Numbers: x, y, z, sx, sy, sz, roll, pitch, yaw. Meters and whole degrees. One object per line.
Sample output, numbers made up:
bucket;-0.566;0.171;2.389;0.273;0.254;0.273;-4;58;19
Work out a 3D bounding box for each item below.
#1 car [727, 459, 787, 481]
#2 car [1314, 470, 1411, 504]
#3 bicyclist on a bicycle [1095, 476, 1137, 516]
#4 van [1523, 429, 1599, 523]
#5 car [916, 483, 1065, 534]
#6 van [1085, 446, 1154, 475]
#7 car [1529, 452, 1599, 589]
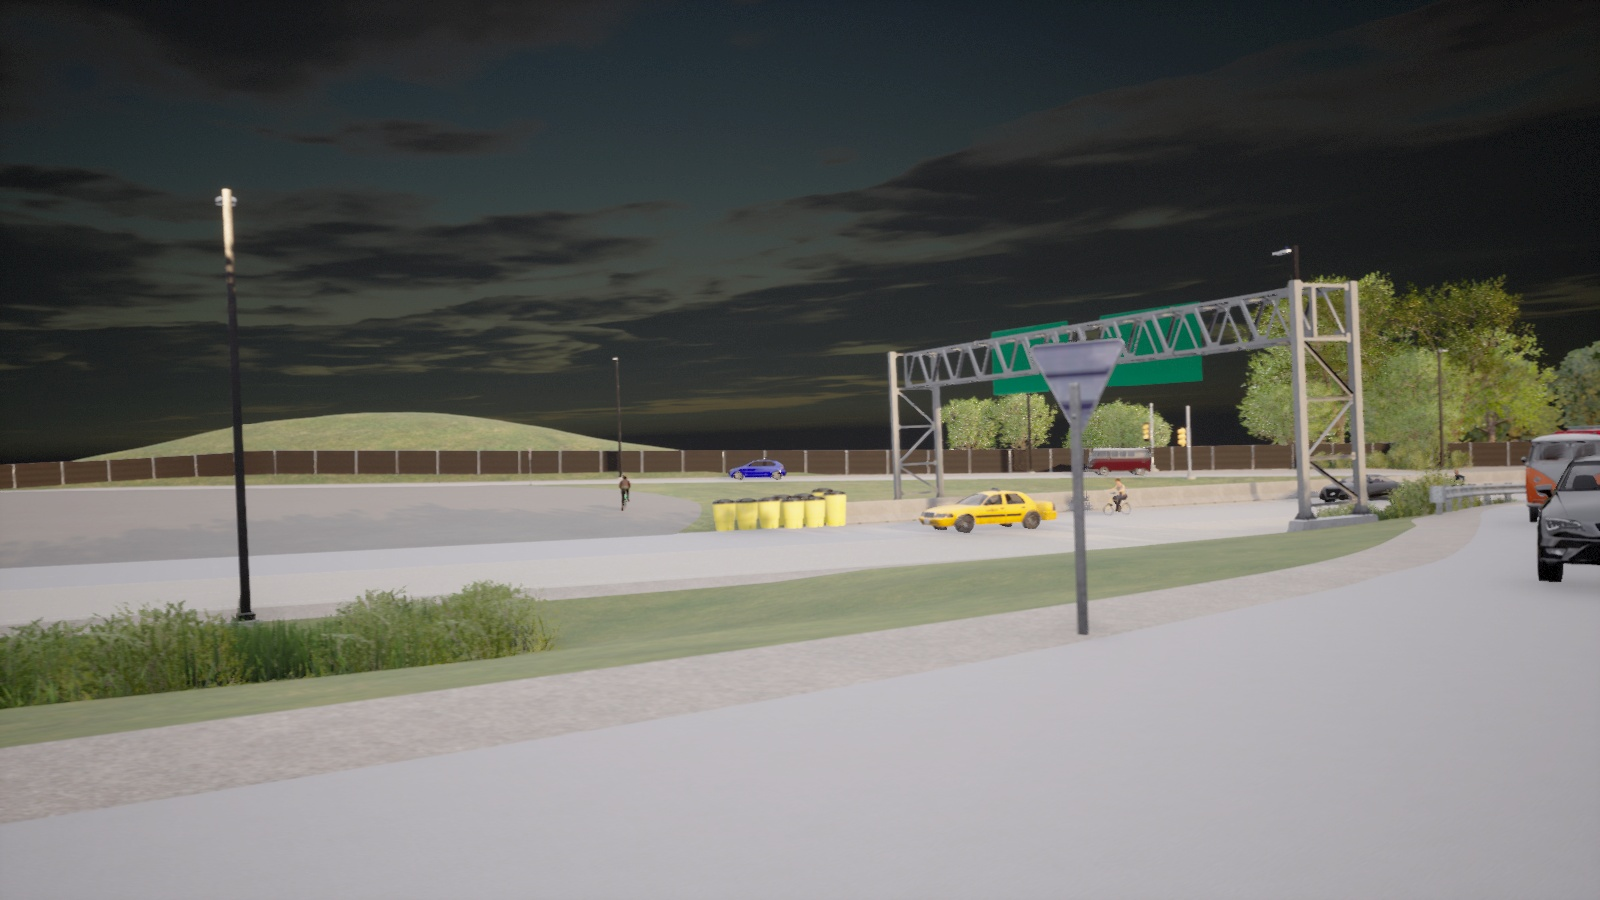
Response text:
car;-3.094;1.438;90.254;4.193;1.474;1.816;-1;1;1
car;26.879;1.744;60.011;4.181;1.385;1.994;-1;0;-26
bicyclist on a bicycle;13.468;1.946;53.530;1.509;1.612;0.866;-1;1;-26
van;17.624;0.565;28.684;1.775;1.987;4.442;-1;-1;31
car;7.086;2.134;46.551;5.366;1.575;1.801;-1;0;-26
van;22.801;0.756;89.721;4.442;1.987;1.775;-1;1;1
car;9.965;0.766;15.244;1.816;1.474;4.193;-1;-1;31
